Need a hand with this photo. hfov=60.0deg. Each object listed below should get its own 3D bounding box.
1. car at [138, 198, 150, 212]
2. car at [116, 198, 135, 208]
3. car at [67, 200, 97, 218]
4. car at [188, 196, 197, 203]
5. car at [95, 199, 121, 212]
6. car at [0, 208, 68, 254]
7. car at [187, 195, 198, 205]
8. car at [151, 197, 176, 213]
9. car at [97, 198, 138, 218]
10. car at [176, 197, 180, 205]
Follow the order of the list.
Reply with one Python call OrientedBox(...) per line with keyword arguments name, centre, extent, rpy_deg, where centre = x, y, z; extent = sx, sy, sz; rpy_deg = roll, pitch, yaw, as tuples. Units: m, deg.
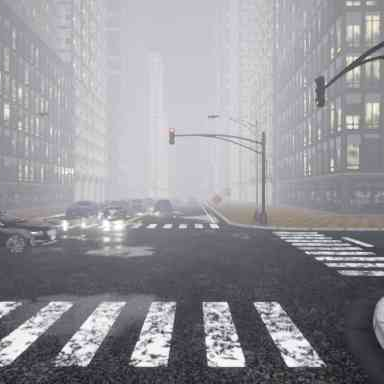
OrientedBox(name="car", centre=(-6.618, 1.520, 39.623), extent=(1.882, 1.535, 5.008), rpy_deg=(0, 0, 0))
OrientedBox(name="car", centre=(-9.863, 1.630, 49.400), extent=(1.994, 1.385, 4.181), rpy_deg=(0, 0, 0))
OrientedBox(name="car", centre=(-9.868, 1.503, 30.343), extent=(1.882, 1.535, 5.008), rpy_deg=(0, 0, 0))
OrientedBox(name="car", centre=(0.034, 1.621, 71.325), extent=(1.882, 1.535, 5.008), rpy_deg=(0, 0, 0))
OrientedBox(name="car", centre=(-9.867, 1.606, 39.476), extent=(1.994, 1.385, 4.181), rpy_deg=(0, 0, 0))
OrientedBox(name="car", centre=(-7.817, 1.497, 12.981), extent=(4.902, 1.511, 2.128), rpy_deg=(0, 0, 2))
OrientedBox(name="car", centre=(0.075, 1.630, 61.478), extent=(1.812, 1.442, 4.674), rpy_deg=(0, 0, 0))
OrientedBox(name="car", centre=(-3.152, 1.515, 37.648), extent=(1.882, 1.535, 5.008), rpy_deg=(0, 0, 0))
OrientedBox(name="car", centre=(-6.614, 1.516, 30.096), extent=(2.128, 1.511, 4.902), rpy_deg=(0, 0, 0))
OrientedBox(name="car", centre=(-3.179, 1.603, 62.995), extent=(2.128, 1.511, 4.902), rpy_deg=(0, 0, 0))
